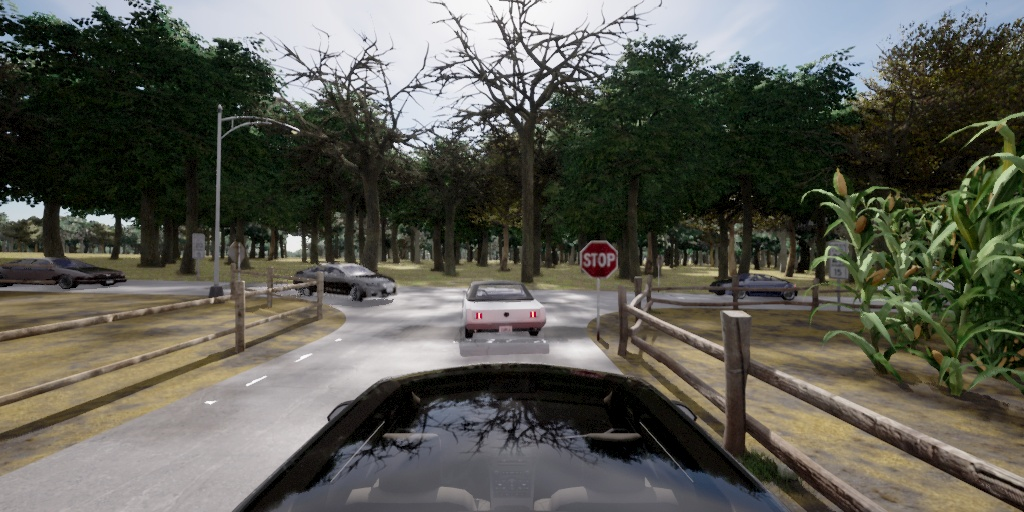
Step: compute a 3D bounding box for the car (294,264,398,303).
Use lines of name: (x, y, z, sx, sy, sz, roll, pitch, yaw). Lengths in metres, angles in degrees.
car: (-7.328, 1.098, 15.785, 4.902, 1.511, 2.128, 1, 0, 22)

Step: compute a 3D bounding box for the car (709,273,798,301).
car: (13.405, 1.662, 20.057, 4.181, 1.385, 1.994, 1, 0, 0)

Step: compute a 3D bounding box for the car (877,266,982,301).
car: (23.956, 1.570, 19.998, 5.566, 2.045, 2.150, 1, 0, 1)

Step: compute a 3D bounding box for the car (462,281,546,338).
car: (-0.458, 1.350, 10.221, 1.895, 1.301, 4.718, 0, 0, -8)

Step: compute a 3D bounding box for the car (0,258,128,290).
car: (-22.007, 0.804, 17.273, 5.357, 1.411, 2.033, 1, 0, 0)
